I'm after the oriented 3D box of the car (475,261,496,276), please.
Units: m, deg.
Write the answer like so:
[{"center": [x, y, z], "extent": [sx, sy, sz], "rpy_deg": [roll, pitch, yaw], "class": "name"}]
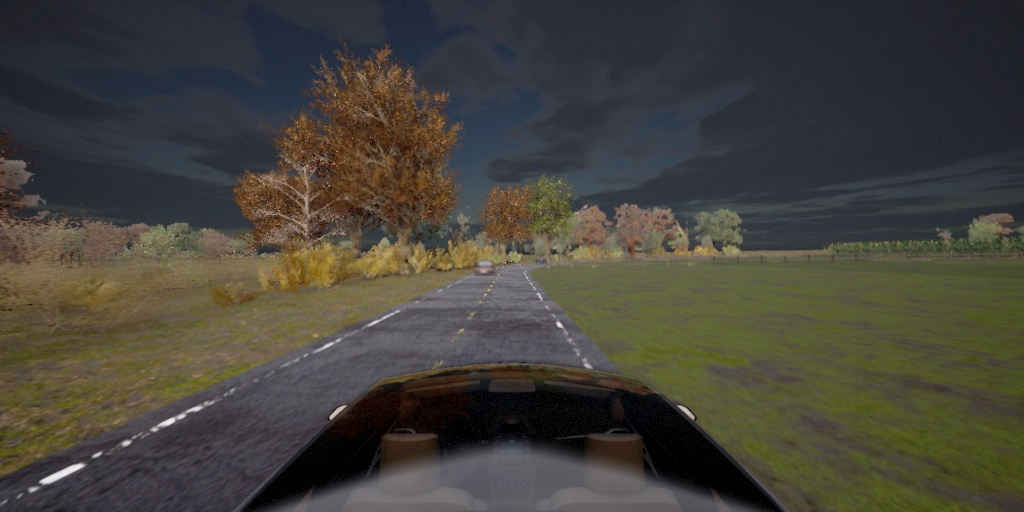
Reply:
[{"center": [-2.741, 1.253, 37.421], "extent": [1.812, 1.442, 4.674], "rpy_deg": [0, 0, 1], "class": "car"}]
